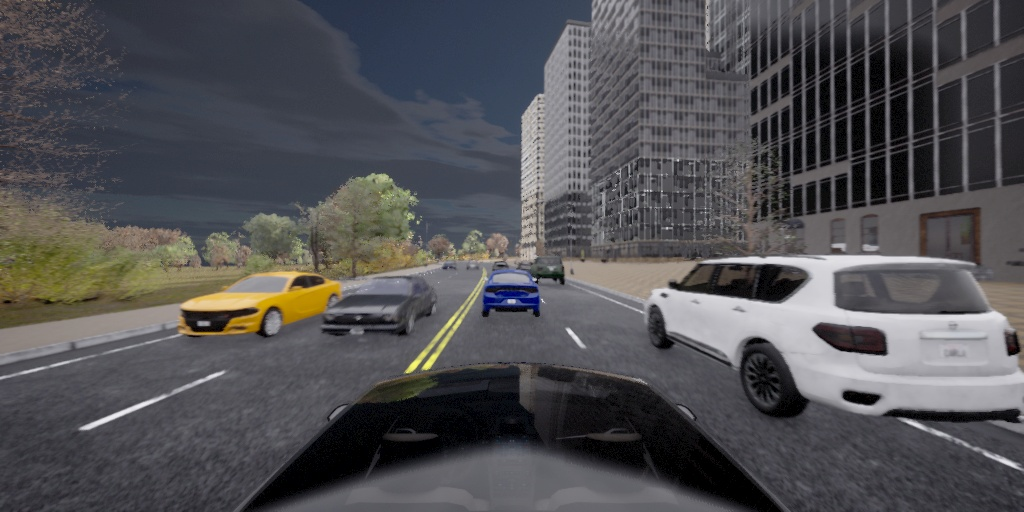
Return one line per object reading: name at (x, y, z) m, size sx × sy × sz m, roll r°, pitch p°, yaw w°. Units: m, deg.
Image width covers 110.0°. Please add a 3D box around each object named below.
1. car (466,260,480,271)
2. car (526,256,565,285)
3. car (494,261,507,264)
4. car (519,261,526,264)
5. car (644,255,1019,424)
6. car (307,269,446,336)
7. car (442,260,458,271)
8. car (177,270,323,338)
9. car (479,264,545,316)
car at (-5.632, 1.307, 52.024) m, size 2.128 × 1.511 × 4.902 m, roll 0°, pitch 0°, yaw -4°
car at (2.612, 1.027, 27.269) m, size 2.150 × 2.045 × 5.566 m, roll 0°, pitch 0°, yaw -2°
car at (-1.308, 1.316, 40.235) m, size 1.837 × 1.490 × 4.892 m, roll 1°, pitch 0°, yaw -4°
car at (1.649, 1.333, 43.563) m, size 2.128 × 1.511 × 4.902 m, roll 0°, pitch 0°, yaw -4°
car at (4.210, 1.006, 6.123) m, size 2.150 × 2.045 × 5.566 m, roll 0°, pitch 0°, yaw -1°
car at (-3.458, 1.284, 10.551) m, size 2.033 × 1.411 × 5.357 m, roll 0°, pitch 0°, yaw -1°
car at (-8.851, 1.337, 51.706) m, size 2.033 × 1.411 × 5.357 m, roll 0°, pitch 0°, yaw -4°
car at (-6.709, 1.192, 10.247) m, size 1.882 × 1.535 × 5.008 m, roll 0°, pitch 0°, yaw -1°
car at (-0.071, 1.240, 13.431) m, size 1.882 × 1.535 × 5.008 m, roll 0°, pitch 0°, yaw -1°
